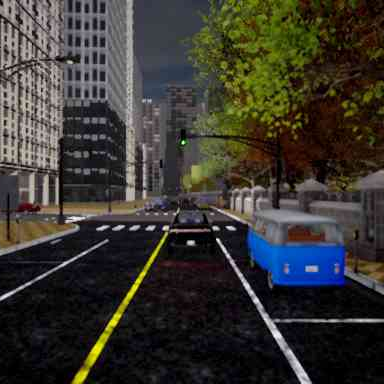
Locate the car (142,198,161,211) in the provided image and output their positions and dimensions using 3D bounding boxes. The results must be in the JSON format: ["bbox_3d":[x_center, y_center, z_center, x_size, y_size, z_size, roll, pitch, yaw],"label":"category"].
[{"bbox_3d":[-5.893,1.969,46.564,2.008,1.369,4.403,0,0,-1],"label":"car"}]

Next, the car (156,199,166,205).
[{"bbox_3d":[-6.919,2.198,74.276,1.887,1.381,4.507,0,0,-2],"label":"car"}]

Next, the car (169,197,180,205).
[{"bbox_3d":[-4.185,2.244,73.725,1.895,1.301,4.718,0,0,-2],"label":"car"}]

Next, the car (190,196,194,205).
[{"bbox_3d":[1.091,2.182,74.828,1.752,1.417,4.829,0,0,-2],"label":"car"}]

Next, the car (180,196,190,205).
[{"bbox_3d":[-1.510,2.162,75.720,1.812,1.442,4.674,0,0,-2],"label":"car"}]

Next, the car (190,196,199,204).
[{"bbox_3d":[0.633,2.061,85.747,2.192,1.841,5.009,0,0,-3],"label":"car"}]

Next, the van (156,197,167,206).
[{"bbox_3d":[-6.711,1.948,68.735,1.690,1.788,3.998,0,0,-2],"label":"van"}]

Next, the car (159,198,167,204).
[{"bbox_3d":[-7.383,2.289,85.362,1.887,1.381,4.507,0,0,-2],"label":"car"}]

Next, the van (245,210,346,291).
[{"bbox_3d":[2.542,1.424,8.952,1.690,1.788,3.998,0,-1,0],"label":"van"}]

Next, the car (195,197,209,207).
[{"bbox_3d":[1.831,1.995,52.664,1.752,1.417,4.829,0,0,-2],"label":"car"}]

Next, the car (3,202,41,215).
[{"bbox_3d":[-18.267,1.705,35.291,4.206,1.307,1.802,1,-1,3],"label":"car"}]

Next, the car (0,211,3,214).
[{"bbox_3d":[-18.282,1.653,27.178,4.206,1.307,1.802,1,-1,3],"label":"car"}]

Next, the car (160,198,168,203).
[{"bbox_3d":[-7.641,2.371,90.905,1.802,1.307,4.206,0,0,-3],"label":"car"}]

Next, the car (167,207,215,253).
[{"bbox_3d":[-0.051,1.625,14.336,2.128,1.511,4.902,0,0,0],"label":"car"}]

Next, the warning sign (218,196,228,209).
[{"bbox_3d":[4.350,1.540,47.432,1.300,1.860,1.060,0,0,-1],"label":"warning sign"}]

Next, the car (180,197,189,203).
[{"bbox_3d":[-2.009,2.132,87.390,2.033,1.411,5.357,0,0,-3],"label":"car"}]

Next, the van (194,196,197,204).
[{"bbox_3d":[1.675,1.857,58.037,1.690,1.788,3.998,0,0,-2],"label":"van"}]
